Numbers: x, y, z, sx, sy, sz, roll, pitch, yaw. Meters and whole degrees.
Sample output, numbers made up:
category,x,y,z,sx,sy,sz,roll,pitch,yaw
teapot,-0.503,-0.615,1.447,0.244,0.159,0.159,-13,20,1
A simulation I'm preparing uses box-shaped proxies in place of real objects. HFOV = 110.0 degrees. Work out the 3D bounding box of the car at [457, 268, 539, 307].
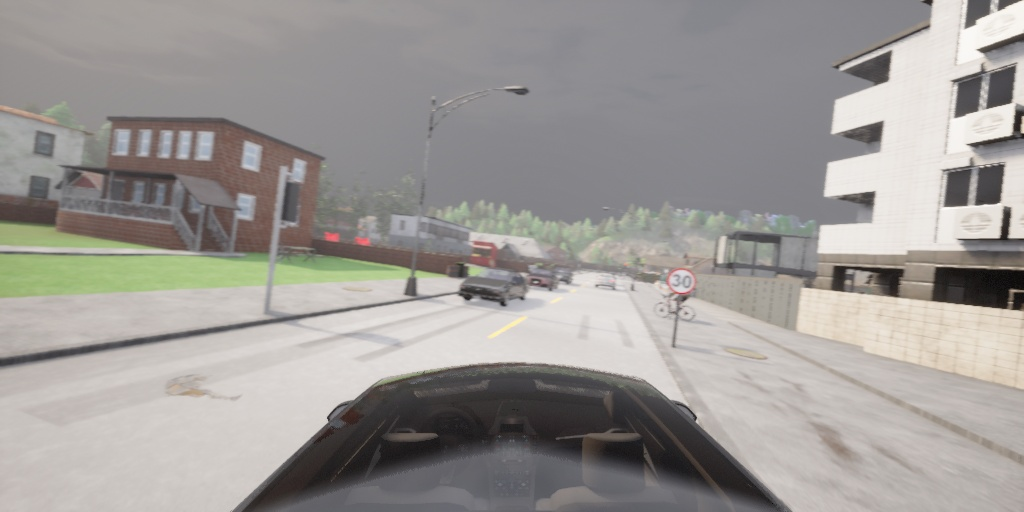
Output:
category,x,y,z,sx,sy,sz,roll,pitch,yaw
car,-0.554,1.258,15.946,2.033,1.411,5.357,7,0,16

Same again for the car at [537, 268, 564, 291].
category,x,y,z,sx,sy,sz,roll,pitch,yaw
car,2.140,1.620,25.515,1.994,1.385,4.181,7,0,16

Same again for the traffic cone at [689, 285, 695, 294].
category,x,y,z,sx,sy,sz,roll,pitch,yaw
traffic cone,24.808,4.640,49.498,0.344,0.586,0.344,0,0,16

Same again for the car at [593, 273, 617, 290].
category,x,y,z,sx,sy,sz,roll,pitch,yaw
car,9.265,2.459,35.402,1.812,1.442,4.674,7,0,16

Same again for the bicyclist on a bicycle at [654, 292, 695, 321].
category,x,y,z,sx,sy,sz,roll,pitch,yaw
bicyclist on a bicycle,7.108,1.976,15.610,1.656,1.620,0.582,7,0,16

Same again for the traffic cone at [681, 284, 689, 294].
category,x,y,z,sx,sy,sz,roll,pitch,yaw
traffic cone,23.569,4.515,48.770,0.344,0.586,0.344,0,0,16

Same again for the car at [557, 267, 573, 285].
category,x,y,z,sx,sy,sz,roll,pitch,yaw
car,4.919,1.902,35.305,2.128,1.511,4.902,7,0,16
